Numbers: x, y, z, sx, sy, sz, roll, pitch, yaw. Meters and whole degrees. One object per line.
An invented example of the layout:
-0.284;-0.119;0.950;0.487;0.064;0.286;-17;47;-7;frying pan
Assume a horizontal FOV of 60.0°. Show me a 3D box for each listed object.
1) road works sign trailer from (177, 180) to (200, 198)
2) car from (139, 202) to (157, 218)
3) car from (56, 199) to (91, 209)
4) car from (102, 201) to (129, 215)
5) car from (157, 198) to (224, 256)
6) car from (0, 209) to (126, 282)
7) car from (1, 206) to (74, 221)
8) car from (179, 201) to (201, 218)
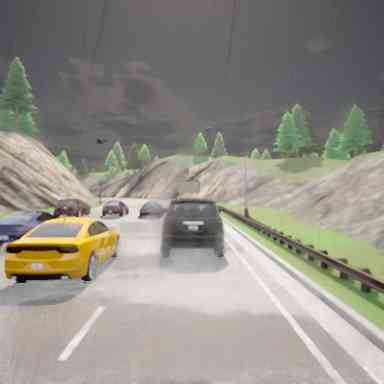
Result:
-0.350;0.507;34.661;2.380;3.560;2.880;0;0;-1;road works sign trailer
-3.706;1.602;31.076;1.994;1.385;4.181;0;0;-1;car
-10.696;1.388;30.138;2.097;1.767;4.553;0;0;-1;car
-7.226;1.564;31.533;1.812;1.442;4.674;0;0;-1;car
0.008;1.238;13.271;2.150;2.045;5.566;0;0;-1;car
-3.458;1.490;9.848;1.882;1.535;5.008;0;0;-1;car
-7.026;1.543;14.687;1.812;1.442;4.674;0;0;-1;car
-0.208;1.602;31.160;1.994;1.385;4.181;0;0;-1;car
